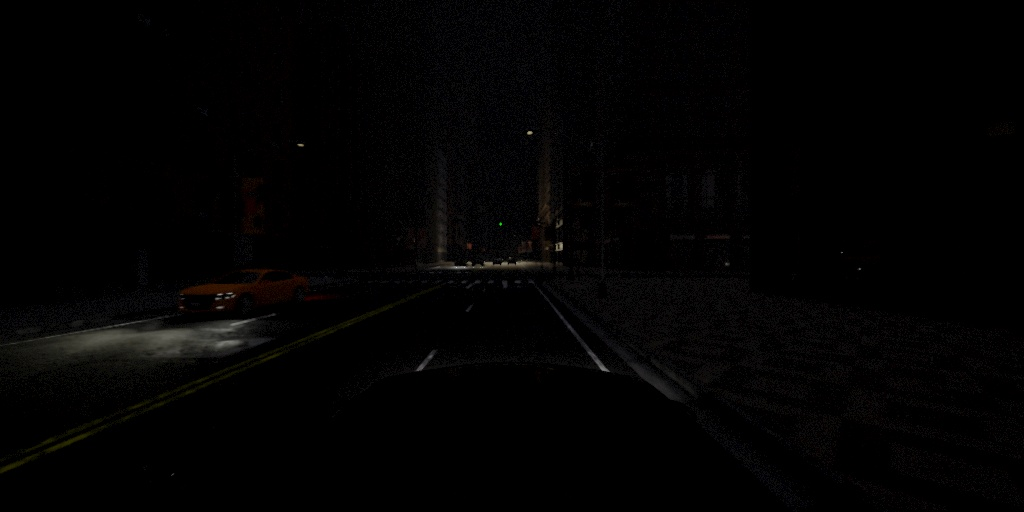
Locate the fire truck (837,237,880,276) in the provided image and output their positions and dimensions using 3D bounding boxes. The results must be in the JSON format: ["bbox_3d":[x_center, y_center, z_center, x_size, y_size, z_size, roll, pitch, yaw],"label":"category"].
[{"bbox_3d":[37.611,0.109,35.554,8.468,3.827,2.891,0,0,0],"label":"fire truck"}]

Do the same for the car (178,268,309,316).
[{"bbox_3d":[-9.840,1.230,13.650,1.882,1.535,5.008,0,0,0],"label":"car"}]
